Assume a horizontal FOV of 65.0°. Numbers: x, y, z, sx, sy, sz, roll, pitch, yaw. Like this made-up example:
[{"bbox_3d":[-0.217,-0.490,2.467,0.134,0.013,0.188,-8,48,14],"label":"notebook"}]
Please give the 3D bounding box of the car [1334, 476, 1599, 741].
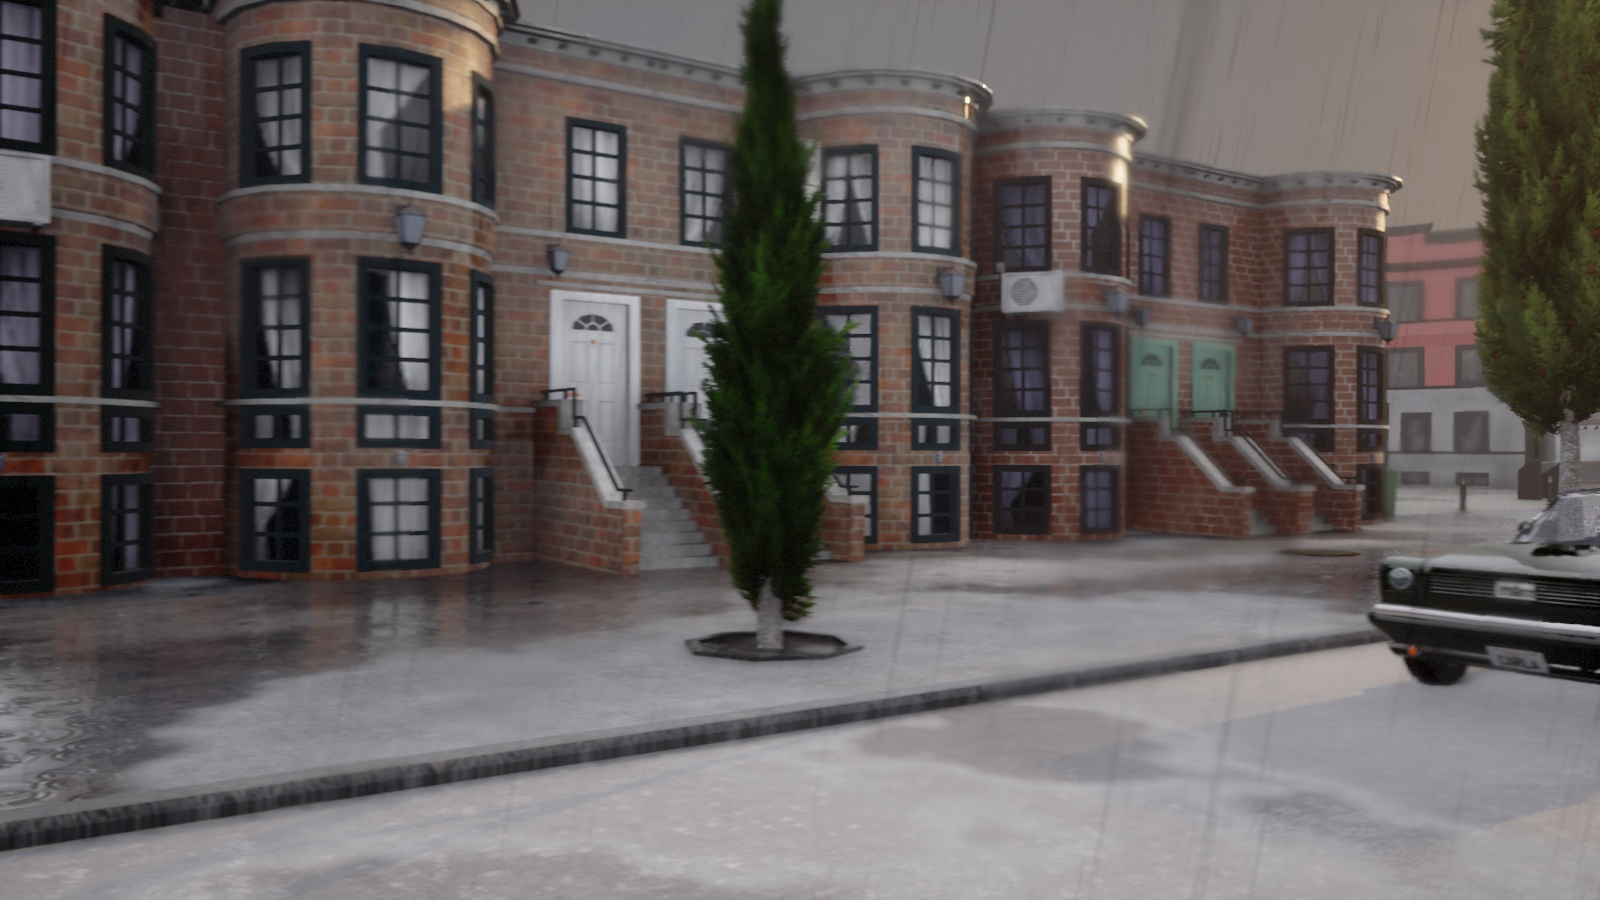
[{"bbox_3d":[5.752,0.853,8.271,4.718,1.301,1.895,0,0,-35],"label":"car"}]
